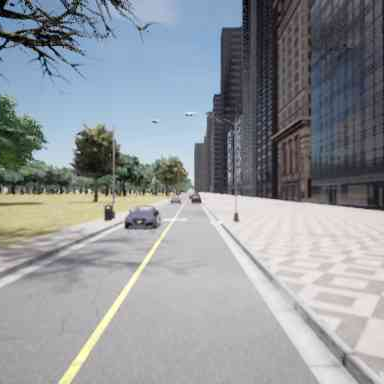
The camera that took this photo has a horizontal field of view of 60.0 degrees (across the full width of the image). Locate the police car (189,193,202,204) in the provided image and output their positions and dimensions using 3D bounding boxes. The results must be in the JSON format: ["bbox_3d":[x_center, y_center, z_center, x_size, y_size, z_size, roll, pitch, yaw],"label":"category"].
[{"bbox_3d":[0.896,1.431,64.369,1.930,1.638,5.238,0,0,0],"label":"police car"}]

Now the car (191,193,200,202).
[{"bbox_3d":[0.893,1.218,80.290,2.150,2.045,5.566,0,0,0],"label":"car"}]

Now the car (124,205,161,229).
[{"bbox_3d":[-3.100,1.559,21.551,1.994,1.385,4.181,0,0,0],"label":"car"}]

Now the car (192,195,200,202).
[{"bbox_3d":[0.895,1.526,74.260,1.812,1.442,4.674,0,0,0],"label":"car"}]

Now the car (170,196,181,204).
[{"bbox_3d":[-3.030,1.530,62.596,1.812,1.442,4.674,0,0,1],"label":"car"}]
